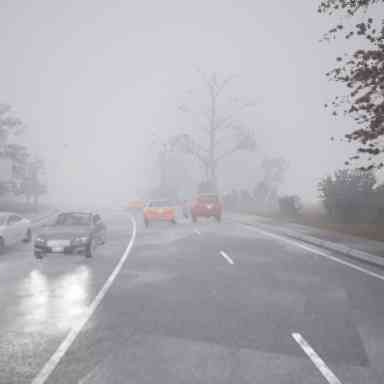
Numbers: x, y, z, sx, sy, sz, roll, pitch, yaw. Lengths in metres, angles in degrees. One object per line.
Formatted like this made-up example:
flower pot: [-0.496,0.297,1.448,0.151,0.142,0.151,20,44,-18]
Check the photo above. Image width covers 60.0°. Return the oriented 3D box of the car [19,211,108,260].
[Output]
car: [-4.419,1.507,12.727,2.128,1.511,4.902,0,0,-6]

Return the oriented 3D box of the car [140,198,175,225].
car: [-2.525,1.351,24.637,2.097,1.767,4.553,0,0,-10]

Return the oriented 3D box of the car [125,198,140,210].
car: [-7.538,1.497,43.140,1.882,1.535,5.008,-1,0,-19]

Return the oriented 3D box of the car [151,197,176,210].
car: [-3.818,1.476,43.038,2.128,1.511,4.902,-1,0,-19]

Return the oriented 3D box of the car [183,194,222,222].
car: [0.725,1.196,26.387,2.150,2.045,5.566,0,0,-11]

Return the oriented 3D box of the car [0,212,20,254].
car: [-8.016,1.562,13.519,1.812,1.442,4.674,0,0,-7]
